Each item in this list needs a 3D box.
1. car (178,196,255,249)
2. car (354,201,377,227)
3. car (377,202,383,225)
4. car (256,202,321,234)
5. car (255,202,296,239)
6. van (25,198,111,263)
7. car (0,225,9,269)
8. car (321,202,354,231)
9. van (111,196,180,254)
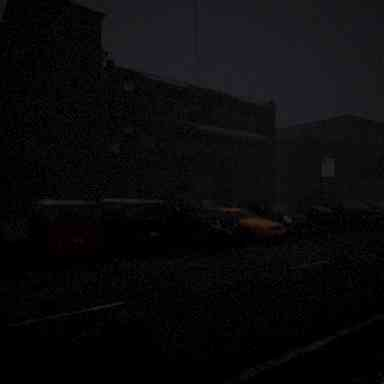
[{"bbox_3d":[-0.137,1.228,15.174,2.435,2.045,5.566,0,0,-35],"label":"car"},{"bbox_3d":[8.836,1.482,21.534,2.163,1.488,4.792,0,0,-35],"label":"car"},{"bbox_3d":[11.125,1.445,23.111,2.231,1.521,4.892,0,0,-35],"label":"car"},{"bbox_3d":[4.282,1.343,18.346,2.185,1.767,4.553,0,0,-35],"label":"car"},{"bbox_3d":[2.231,1.472,16.644,1.946,1.575,5.366,0,0,-35],"label":"car"},{"bbox_3d":[-4.773,1.257,12.112,1.878,1.987,4.442,0,0,-35],"label":"van"},{"bbox_3d":[-6.982,1.483,10.416,2.231,1.521,4.892,0,0,-35],"label":"car"},{"bbox_3d":[6.579,1.461,19.911,2.097,1.535,5.008,0,0,-35],"label":"car"},{"bbox_3d":[-2.597,1.256,13.631,1.878,1.987,4.442,0,0,-35],"label":"van"}]
